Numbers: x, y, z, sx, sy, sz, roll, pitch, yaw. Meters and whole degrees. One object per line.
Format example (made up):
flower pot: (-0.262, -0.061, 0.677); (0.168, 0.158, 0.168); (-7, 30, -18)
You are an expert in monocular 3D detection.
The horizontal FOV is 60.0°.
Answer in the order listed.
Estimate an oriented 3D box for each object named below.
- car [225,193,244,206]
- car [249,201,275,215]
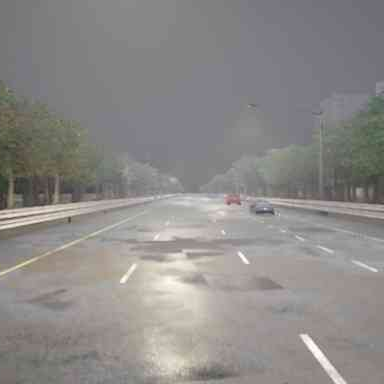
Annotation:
car: (7.009, 1.274, 57.104); (2.150, 2.045, 5.566); (0, 0, 0)
car: (6.997, 1.577, 33.796); (1.994, 1.385, 4.181); (0, 0, 0)
